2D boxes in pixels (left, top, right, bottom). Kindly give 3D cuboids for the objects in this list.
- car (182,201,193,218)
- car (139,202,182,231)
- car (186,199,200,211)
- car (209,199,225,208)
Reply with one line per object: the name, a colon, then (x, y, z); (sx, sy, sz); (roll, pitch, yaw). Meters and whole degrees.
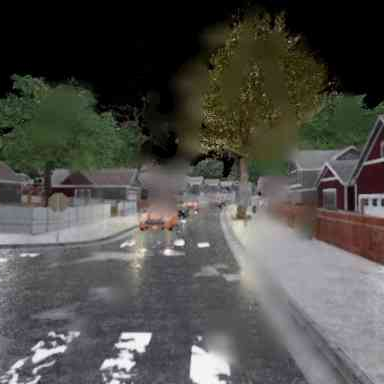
car: (-1.342, 1.909, 33.671); (1.895, 1.301, 4.718); (0, 0, 5)
car: (-2.127, 1.595, 22.366); (2.097, 1.767, 4.553); (0, -1, 3)
car: (-0.072, 1.727, 46.285); (2.097, 1.767, 4.553); (0, 0, 7)
car: (4.038, 1.937, 55.518); (1.812, 1.442, 4.674); (0, 0, 8)
